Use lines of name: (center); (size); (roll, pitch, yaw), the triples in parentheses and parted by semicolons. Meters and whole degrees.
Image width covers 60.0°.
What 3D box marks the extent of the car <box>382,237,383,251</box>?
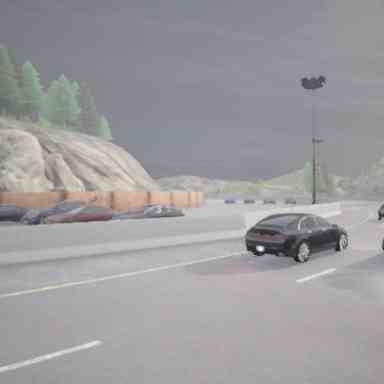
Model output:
car: (8.076, 1.571, 11.170); (1.895, 1.301, 4.718); (0, 0, 45)

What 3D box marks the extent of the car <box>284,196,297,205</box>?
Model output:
car: (17.100, 1.489, 57.668); (1.837, 1.490, 4.892); (0, 0, 11)

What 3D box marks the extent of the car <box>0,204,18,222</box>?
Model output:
car: (-13.945, 1.652, 24.400); (4.674, 1.442, 1.812); (0, 0, -40)

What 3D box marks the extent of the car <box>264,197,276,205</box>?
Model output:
car: (13.812, 1.576, 59.086); (1.994, 1.385, 4.181); (0, 0, 10)

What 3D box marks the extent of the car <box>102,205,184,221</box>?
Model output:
car: (-2.627, 1.542, 20.523); (4.902, 1.511, 2.128); (0, 0, -45)

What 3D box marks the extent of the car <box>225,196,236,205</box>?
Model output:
car: (7.142, 1.537, 61.639); (1.882, 1.535, 5.008); (0, 0, 9)

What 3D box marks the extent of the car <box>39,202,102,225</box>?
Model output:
car: (-6.873, 1.604, 21.279); (4.674, 1.442, 1.812); (0, 0, -43)

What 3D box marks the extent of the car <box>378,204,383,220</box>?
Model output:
car: (16.316, 1.546, 27.008); (1.895, 1.301, 4.718); (0, 0, 33)

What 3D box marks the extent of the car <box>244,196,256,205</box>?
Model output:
car: (10.622, 1.515, 61.242); (1.882, 1.535, 5.008); (0, 0, 9)

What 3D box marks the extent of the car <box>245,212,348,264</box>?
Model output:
car: (3.905, 1.502, 12.024); (4.892, 1.490, 1.837); (0, 0, -43)

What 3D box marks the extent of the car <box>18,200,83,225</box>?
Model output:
car: (-9.442, 1.449, 23.694); (4.553, 1.767, 2.097); (0, 0, -43)
